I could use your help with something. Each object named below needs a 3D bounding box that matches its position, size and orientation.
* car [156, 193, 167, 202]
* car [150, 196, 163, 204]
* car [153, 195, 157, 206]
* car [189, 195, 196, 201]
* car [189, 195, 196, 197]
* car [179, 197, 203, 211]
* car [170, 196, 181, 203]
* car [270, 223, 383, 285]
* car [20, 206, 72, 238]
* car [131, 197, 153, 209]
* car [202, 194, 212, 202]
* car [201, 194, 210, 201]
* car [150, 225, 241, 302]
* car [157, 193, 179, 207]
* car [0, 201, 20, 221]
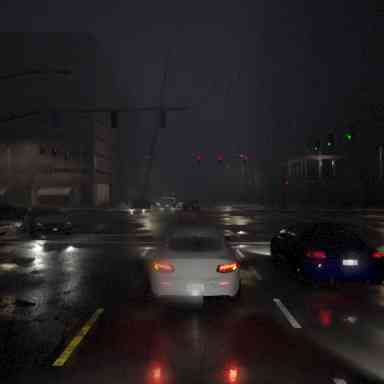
[{"bbox_3d":[-6.934,1.225,76.512,2.150,2.045,5.566,0,0,0],"label":"car"},{"bbox_3d":[-6.977,1.564,65.821,1.994,1.385,4.181,0,0,1],"label":"car"},{"bbox_3d":[-7.038,1.547,55.865,2.033,1.411,5.357,0,0,0],"label":"car"},{"bbox_3d":[0.076,1.493,87.203,1.812,1.442,4.674,0,0,0],"label":"car"},{"bbox_3d":[0.068,1.518,77.875,2.128,1.511,4.902,0,0,0],"label":"car"},{"bbox_3d":[-0.007,1.592,40.370,1.895,1.301,4.718,0,0,5],"label":"car"},{"bbox_3d":[-3.439,1.552,70.423,1.994,1.385,4.181,0,0,0],"label":"car"},{"bbox_3d":[3.587,1.564,9.531,1.994,1.385,4.181,0,0,0],"label":"car"},{"bbox_3d":[-7.858,1.526,17.984,1.812,1.442,4.674,1,-1,-33],"label":"car"},{"bbox_3d":[-7.082,1.477,46.101,1.882,1.535,5.008,0,0,1],"label":"car"},{"bbox_3d":[3.568,1.546,78.429,1.994,1.385,4.181,0,0,0],"label":"car"},{"bbox_3d":[3.576,1.315,86.954,2.097,1.767,4.553,0,0,0],"label":"car"},{"bbox_3d":[0.077,1.526,8.165,1.812,1.442,4.674,0,0,0],"label":"car"},{"bbox_3d":[-3.543,1.222,50.583,2.150,2.045,5.566,0,0,0],"label":"car"},{"bbox_3d":[-15.280,1.422,25.863,5.008,1.535,1.882,0,0,-1],"label":"car"}]
